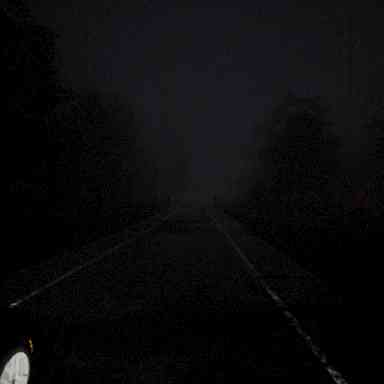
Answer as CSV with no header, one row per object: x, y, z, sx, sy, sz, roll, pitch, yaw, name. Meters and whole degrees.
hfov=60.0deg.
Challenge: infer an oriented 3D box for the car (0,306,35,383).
-2.726,1.469,1.692,1.882,1.535,5.008,0,0,2,car
